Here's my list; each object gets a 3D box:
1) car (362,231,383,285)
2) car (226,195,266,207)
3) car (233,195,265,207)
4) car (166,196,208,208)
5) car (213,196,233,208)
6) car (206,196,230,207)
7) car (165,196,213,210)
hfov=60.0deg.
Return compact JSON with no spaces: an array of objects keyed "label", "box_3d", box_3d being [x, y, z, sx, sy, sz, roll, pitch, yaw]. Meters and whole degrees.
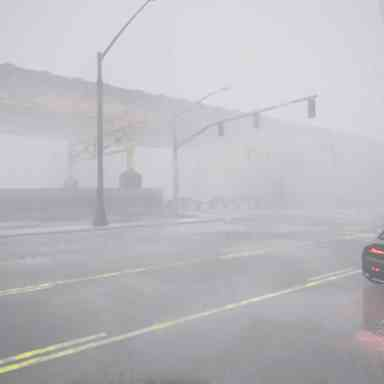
[{"label":"car","box_3d":[6.024,1.429,8.065,4.892,1.490,1.837,0,0,-35]},{"label":"car","box_3d":[7.168,1.201,44.560,4.974,1.542,2.038,0,0,-7]},{"label":"car","box_3d":[7.115,1.044,44.553,4.536,1.218,1.853,0,0,-7]},{"label":"car","box_3d":[-0.541,1.123,38.123,4.536,1.218,1.853,0,0,8]},{"label":"car","box_3d":[3.257,1.244,40.801,2.038,1.542,4.974,0,0,18]},{"label":"car","box_3d":[3.272,1.086,40.850,1.853,1.218,4.536,0,0,18]},{"label":"car","box_3d":[-0.489,1.280,38.117,4.974,1.542,2.038,0,0,8]}]
